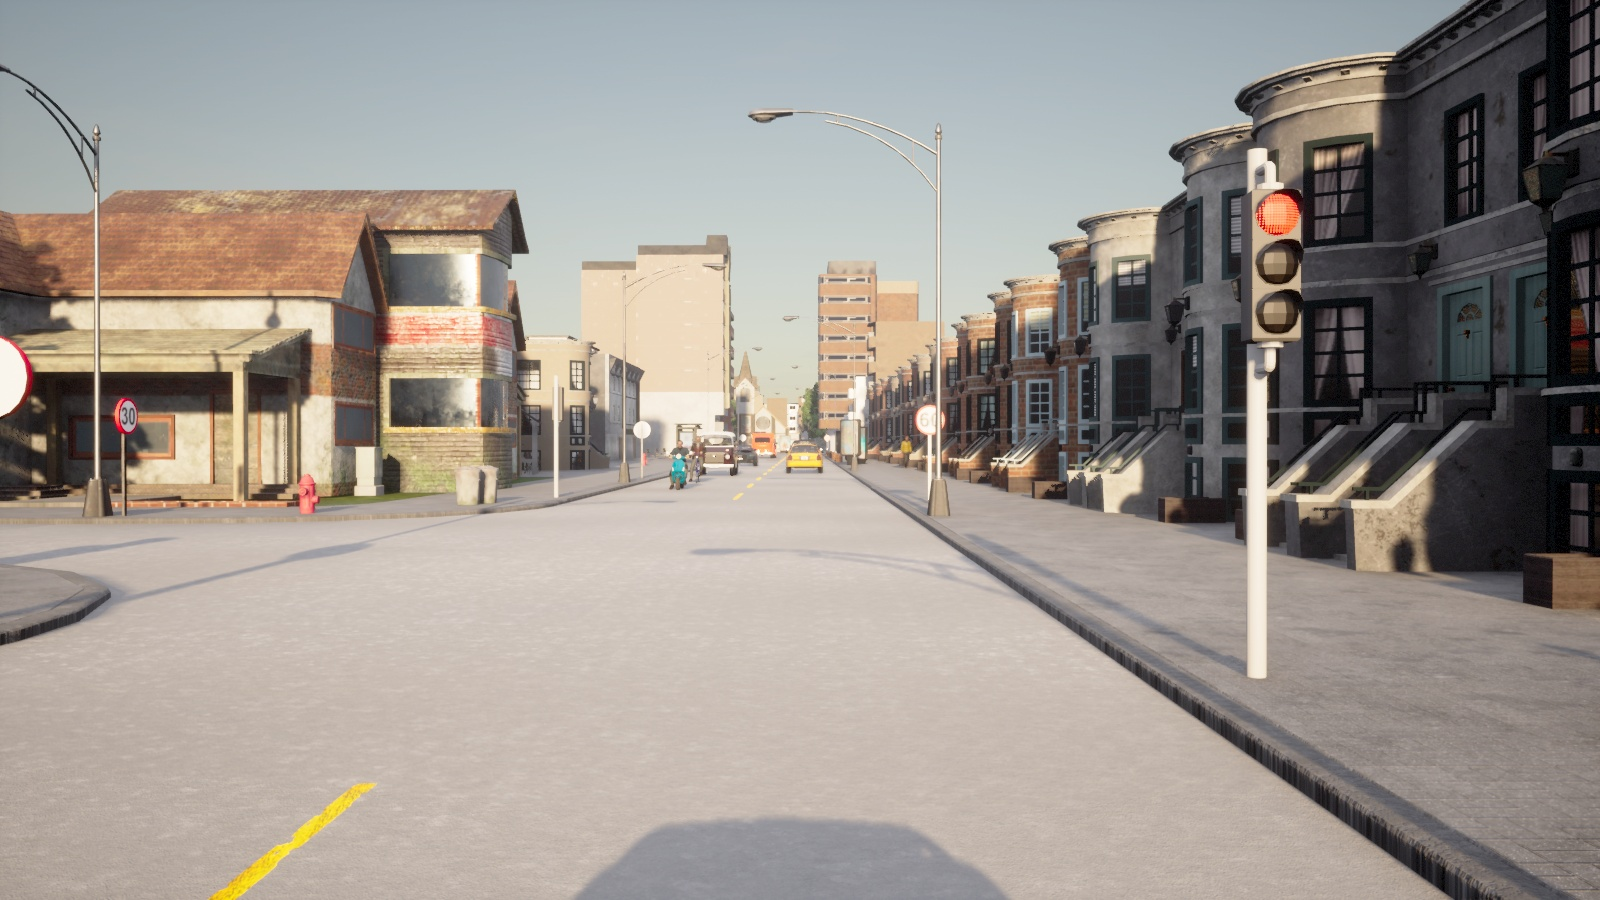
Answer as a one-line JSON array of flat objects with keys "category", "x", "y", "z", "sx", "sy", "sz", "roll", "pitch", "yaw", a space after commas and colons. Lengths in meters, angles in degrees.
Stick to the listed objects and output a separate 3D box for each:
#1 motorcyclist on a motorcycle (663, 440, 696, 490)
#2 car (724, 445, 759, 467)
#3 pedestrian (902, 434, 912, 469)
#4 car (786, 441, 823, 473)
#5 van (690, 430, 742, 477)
[{"category": "motorcyclist on a motorcycle", "x": -3.856, "y": 0.469, "z": 40.343, "sx": 0.866, "sy": 1.590, "sz": 1.817, "roll": 0, "pitch": 0, "yaw": 0}, {"category": "car", "x": -3.712, "y": 0.355, "z": 80.198, "sx": 1.994, "sy": 1.385, "sz": 4.181, "roll": 0, "pitch": 0, "yaw": 0}, {"category": "pedestrian", "x": 5.768, "y": 0.079, "z": 67.663, "sx": 0.431, "sy": 1.840, "sz": 0.709, "roll": 0, "pitch": 0, "yaw": -7}, {"category": "car", "x": 0.226, "y": 0.329, "z": 63.230, "sx": 1.801, "sy": 1.575, "sz": 5.366, "roll": 0, "pitch": 0, "yaw": 0}, {"category": "van", "x": -3.796, "y": 0.143, "z": 57.446, "sx": 2.069, "sy": 2.038, "sz": 4.480, "roll": 0, "pitch": 0, "yaw": 0}]
